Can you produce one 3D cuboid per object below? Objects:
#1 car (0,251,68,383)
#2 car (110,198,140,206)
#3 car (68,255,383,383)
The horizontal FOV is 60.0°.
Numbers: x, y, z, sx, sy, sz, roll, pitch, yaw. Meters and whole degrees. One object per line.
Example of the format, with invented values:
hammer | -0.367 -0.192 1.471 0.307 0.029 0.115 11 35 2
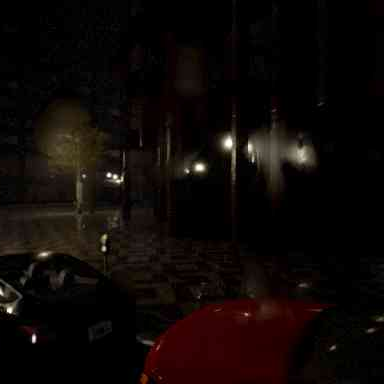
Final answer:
car | -2.705 1.563 4.895 4.313 1.339 1.947 0 0 35
car | -10.207 1.496 51.069 1.895 1.301 4.718 0 0 36
car | 1.884 1.315 1.621 5.009 1.841 2.192 0 0 35
